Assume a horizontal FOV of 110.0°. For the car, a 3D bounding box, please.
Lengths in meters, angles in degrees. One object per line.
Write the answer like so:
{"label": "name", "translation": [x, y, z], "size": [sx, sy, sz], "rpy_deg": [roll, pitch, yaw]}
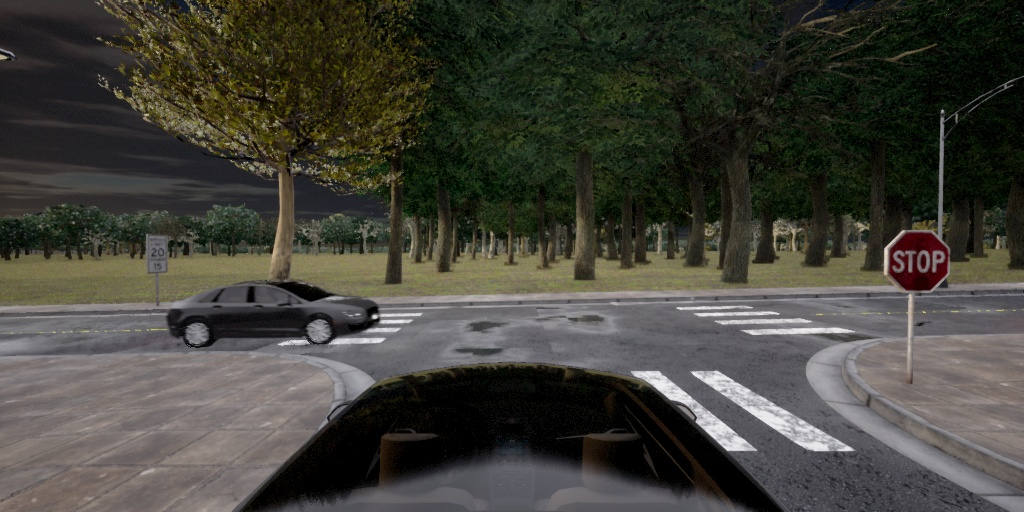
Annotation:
{"label": "car", "translation": [-5.981, 1.384, 9.266], "size": [4.892, 1.490, 1.837], "rpy_deg": [-1, 1, 0]}
